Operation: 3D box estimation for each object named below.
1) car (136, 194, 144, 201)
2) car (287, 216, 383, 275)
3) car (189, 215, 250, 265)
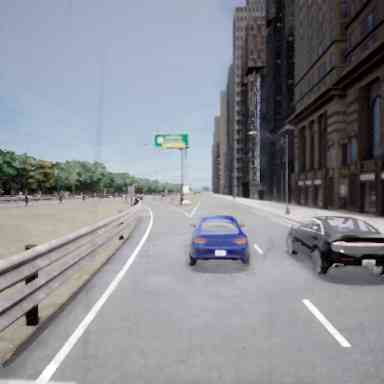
[{"bbox_3d":[-12.487,1.288,79.008,1.812,1.442,4.674,0,0,-13],"label":"car"},{"bbox_3d":[4.345,1.487,10.395,2.128,1.511,4.902,0,0,2],"label":"car"},{"bbox_3d":[0.895,1.525,11.546,1.812,1.442,4.674,0,0,2],"label":"car"}]
